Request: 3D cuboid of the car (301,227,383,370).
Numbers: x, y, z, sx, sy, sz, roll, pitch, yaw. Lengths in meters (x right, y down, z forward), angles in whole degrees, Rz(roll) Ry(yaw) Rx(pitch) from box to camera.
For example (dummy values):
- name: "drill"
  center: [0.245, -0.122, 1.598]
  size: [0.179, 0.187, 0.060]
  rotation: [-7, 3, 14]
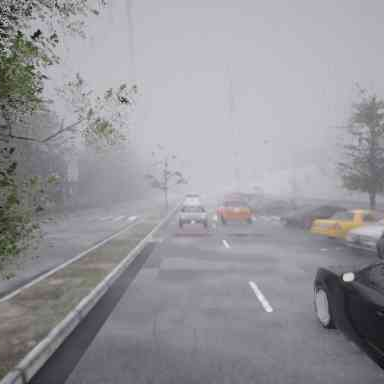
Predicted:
- name: "car"
  center: [3.094, 1.496, 3.936]
  size: [1.882, 1.535, 5.008]
  rotation: [0, 0, 0]

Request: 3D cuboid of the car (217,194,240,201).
- name: "car"
  center: [7.965, 1.246, 72.410]
  size: [4.674, 1.452, 2.002]
  rotation: [0, 1, -20]

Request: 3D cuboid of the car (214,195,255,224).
- name: "car"
  center: [3.065, 1.340, 24.932]
  size: [2.097, 1.767, 4.553]
  rotation: [0, 0, 0]

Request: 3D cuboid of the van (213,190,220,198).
- name: "van"
  center: [7.861, 0.939, 75.338]
  size: [4.442, 1.987, 1.878]
  rotation: [0, 1, -20]

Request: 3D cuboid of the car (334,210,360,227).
- name: "car"
  center: [8.057, 1.554, 12.581]
  size: [4.674, 1.452, 2.002]
  rotation: [1, 0, -20]

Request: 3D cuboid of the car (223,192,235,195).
- name: "car"
  center: [7.982, 1.138, 48.516]
  size: [5.566, 2.045, 2.435]
  rotation: [1, 0, -20]

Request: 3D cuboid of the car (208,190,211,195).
- name: "car"
  center: [7.773, 0.896, 90.243]
  size: [5.366, 1.575, 1.946]
  rotation: [0, 1, -20]

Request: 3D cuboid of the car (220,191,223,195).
- name: "car"
  center: [8.024, 1.115, 54.512]
  size: [5.566, 2.045, 2.435]
  rotation: [1, 0, -20]

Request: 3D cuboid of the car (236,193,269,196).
- name: "car"
  center: [7.988, 1.296, 39.573]
  size: [4.553, 1.767, 2.185]
  rotation: [1, 0, -20]

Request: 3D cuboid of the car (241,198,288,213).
- name: "car"
  center: [8.015, 1.474, 36.602]
  size: [4.674, 1.452, 2.002]
  rotation: [1, 0, -20]

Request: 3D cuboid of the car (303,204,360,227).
- name: "car"
  center: [8.220, 1.508, 15.654]
  size: [5.366, 1.575, 1.946]
  rotation: [1, 0, -20]

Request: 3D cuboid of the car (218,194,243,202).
- name: "car"
  center: [8.001, 1.277, 69.438]
  size: [4.792, 1.488, 2.163]
  rotation: [1, 1, -20]

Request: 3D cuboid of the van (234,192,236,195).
- name: "van"
  center: [8.123, 1.187, 42.608]
  size: [4.442, 1.987, 1.878]
  rotation: [1, 0, -20]

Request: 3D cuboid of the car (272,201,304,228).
- name: "car"
  center: [8.015, 1.519, 21.577]
  size: [4.792, 1.488, 2.163]
  rotation: [1, 0, -20]

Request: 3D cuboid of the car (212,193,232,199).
- name: "car"
  center: [7.976, 0.986, 87.340]
  size: [4.792, 1.488, 2.163]
  rotation: [0, 1, -20]

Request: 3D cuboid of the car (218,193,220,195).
- name: "car"
  center: [7.955, 1.336, 63.442]
  size: [4.792, 1.488, 2.163]
  rotation: [1, 1, -20]

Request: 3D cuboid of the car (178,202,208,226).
- name: "car"
  center: [0.068, 1.595, 23.205]
  size: [1.895, 1.301, 4.718]
  rotation: [0, 0, 0]

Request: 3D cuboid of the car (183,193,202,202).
- name: "car"
  center: [0.041, 1.144, 40.984]
  size: [2.150, 2.045, 5.566]
  rotation: [0, 0, 0]

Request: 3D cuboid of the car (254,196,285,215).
- name: "car"
  center: [7.998, 1.474, 33.583]
  size: [4.792, 1.488, 2.163]
  rotation: [1, 0, -20]

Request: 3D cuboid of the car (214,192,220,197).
- name: "car"
  center: [7.807, 1.273, 66.368]
  size: [5.366, 1.575, 1.946]
  rotation: [1, 1, -20]

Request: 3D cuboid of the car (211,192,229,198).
- name: "car"
  center: [7.937, 0.889, 93.292]
  size: [4.674, 1.452, 2.002]
  rotation: [0, 1, -20]

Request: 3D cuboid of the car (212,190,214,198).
- name: "car"
  center: [7.935, 0.991, 78.367]
  size: [4.553, 1.767, 2.185]
  rotation: [0, 1, -20]

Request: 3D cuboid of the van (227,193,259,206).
- name: "van"
  center: [7.894, 1.151, 51.469]
  size: [4.442, 1.987, 1.878]
  rotation: [1, 1, -20]

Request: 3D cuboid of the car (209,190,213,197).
- name: "car"
  center: [7.780, 1.007, 84.278]
  size: [5.366, 1.575, 1.946]
  rotation: [0, 1, -20]

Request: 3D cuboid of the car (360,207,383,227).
- name: "car"
  center: [8.034, 1.268, 9.561]
  size: [5.566, 2.045, 2.435]
  rotation: [1, 0, -20]
